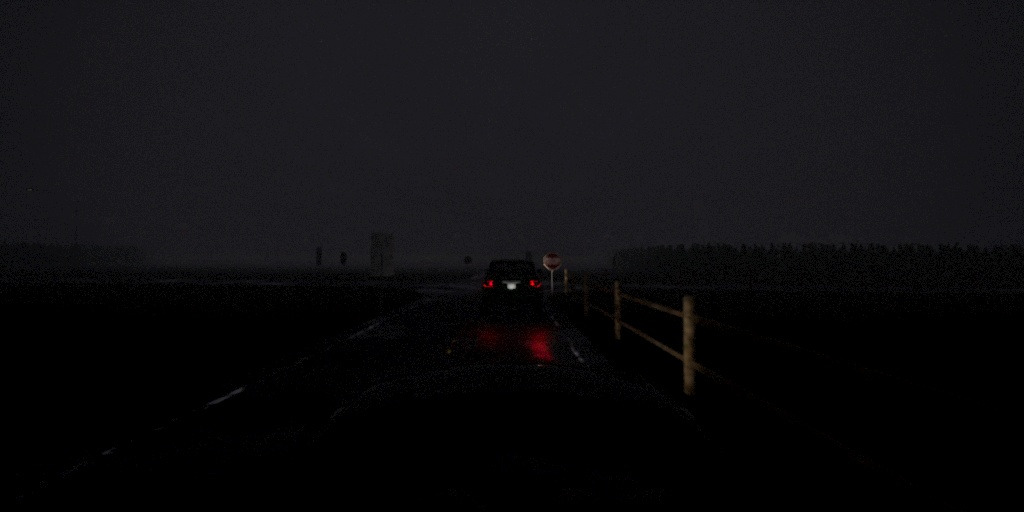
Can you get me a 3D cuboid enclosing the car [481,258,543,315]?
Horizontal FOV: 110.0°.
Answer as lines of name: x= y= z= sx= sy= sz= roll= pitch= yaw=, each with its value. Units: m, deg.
car: x=0.061 y=1.105 z=14.445 sx=2.150 sy=2.045 sz=5.566 roll=0 pitch=0 yaw=2
